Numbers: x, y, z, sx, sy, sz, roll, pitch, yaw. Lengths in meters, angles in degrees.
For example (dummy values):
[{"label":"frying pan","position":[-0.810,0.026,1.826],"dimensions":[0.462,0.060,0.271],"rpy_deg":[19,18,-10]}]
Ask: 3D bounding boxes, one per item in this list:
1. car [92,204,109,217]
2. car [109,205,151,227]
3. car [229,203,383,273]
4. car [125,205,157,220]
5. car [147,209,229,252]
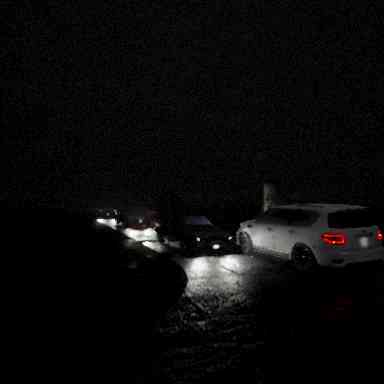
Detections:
[{"label":"car","position":[-9.602,2.024,36.193],"dimensions":[1.895,1.301,4.718],"rpy_deg":[1,-1,-26]},{"label":"car","position":[-4.508,1.776,25.125],"dimensions":[2.128,1.511,4.902],"rpy_deg":[1,-1,-24]},{"label":"car","position":[3.626,1.414,11.364],"dimensions":[2.150,2.045,5.566],"rpy_deg":[-1,0,-21]},{"label":"car","position":[-5.246,2.033,33.738],"dimensions":[1.895,1.301,4.718],"rpy_deg":[1,-1,-25]},{"label":"car","position":[-0.165,1.701,14.957],"dimensions":[2.033,1.411,5.357],"rpy_deg":[1,-1,-24]}]
